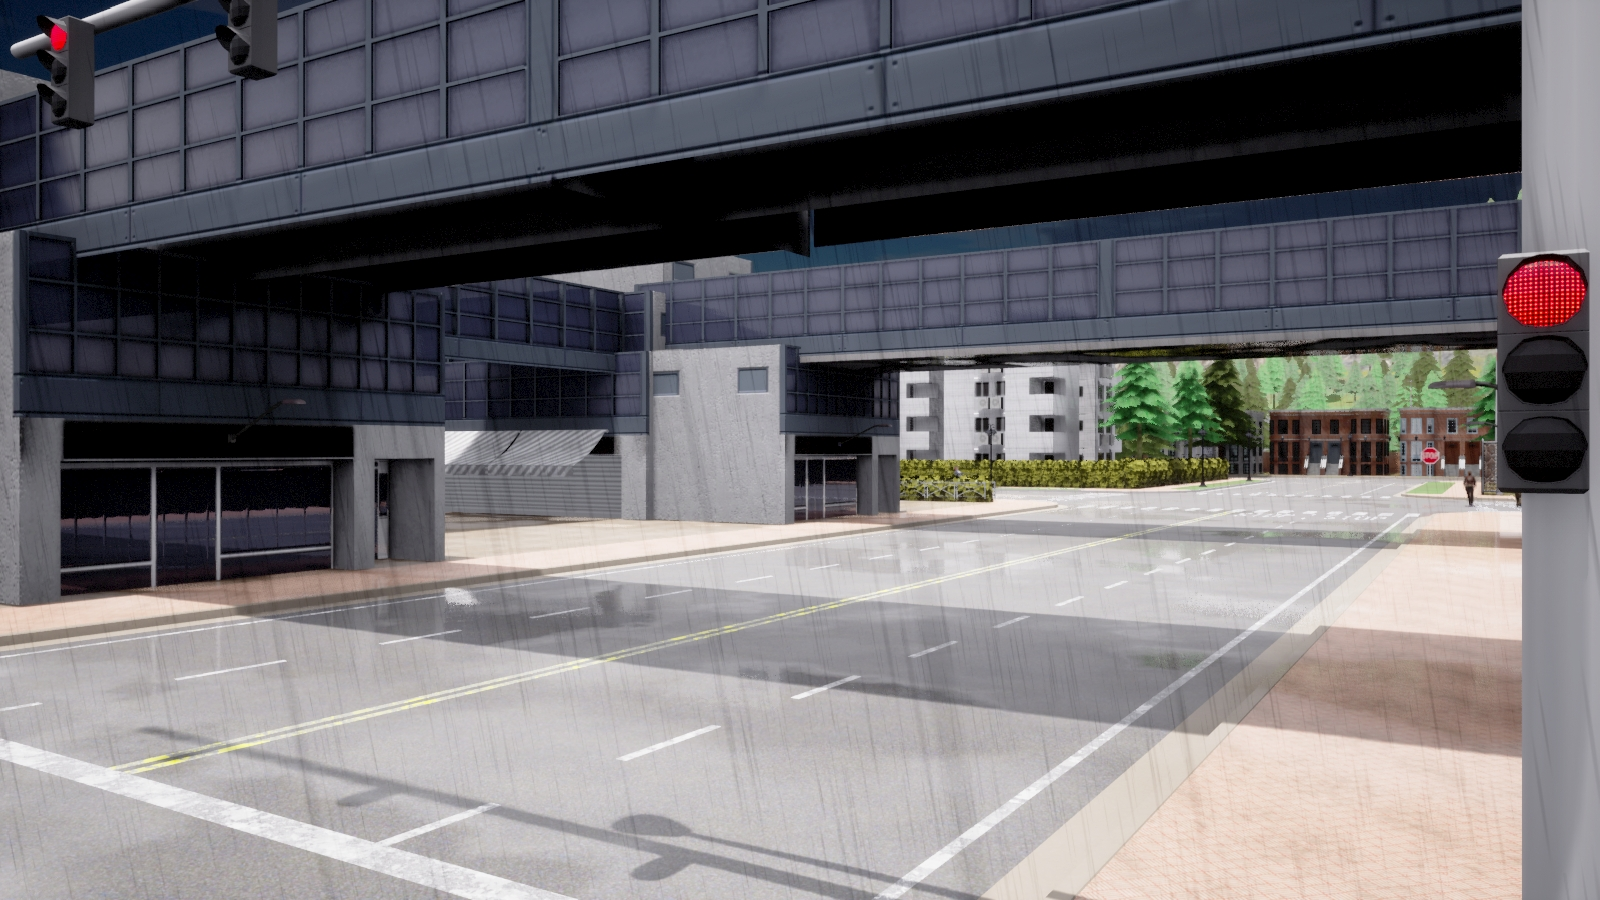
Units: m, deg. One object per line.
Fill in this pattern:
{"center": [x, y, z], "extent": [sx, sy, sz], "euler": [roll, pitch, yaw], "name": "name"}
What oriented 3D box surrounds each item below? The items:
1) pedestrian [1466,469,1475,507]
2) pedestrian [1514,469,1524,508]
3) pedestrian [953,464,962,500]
{"center": [32.666, 1.849, 55.651], "extent": [0.375, 1.860, 0.375], "euler": [0, 0, 30], "name": "pedestrian"}
{"center": [34.639, 1.848, 55.053], "extent": [0.375, 1.860, 0.375], "euler": [0, 0, 27], "name": "pedestrian"}
{"center": [8.351, 1.696, 60.668], "extent": [0.375, 1.860, 0.375], "euler": [0, 0, 31], "name": "pedestrian"}
